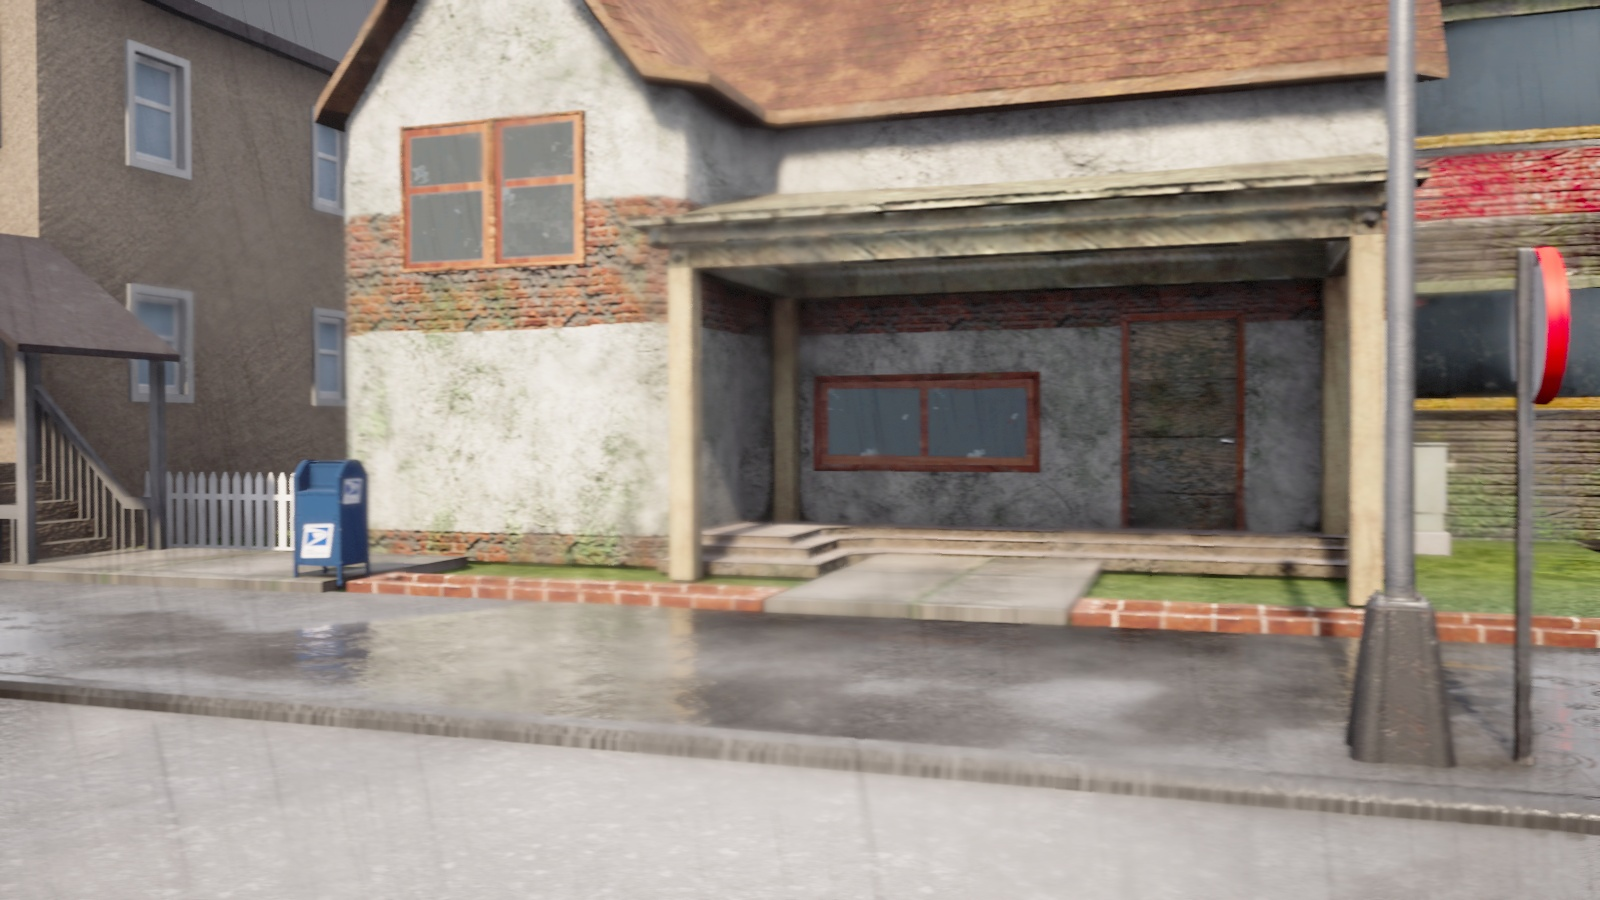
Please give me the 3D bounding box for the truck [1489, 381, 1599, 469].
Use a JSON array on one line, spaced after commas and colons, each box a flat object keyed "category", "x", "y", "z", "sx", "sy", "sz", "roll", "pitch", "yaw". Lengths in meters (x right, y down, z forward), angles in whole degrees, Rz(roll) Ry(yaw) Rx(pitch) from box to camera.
[{"category": "truck", "x": 34.826, "y": -1.151, "z": 58.938, "sx": 2.891, "sy": 3.827, "sz": 8.468, "roll": 1, "pitch": 1, "yaw": 19}]
